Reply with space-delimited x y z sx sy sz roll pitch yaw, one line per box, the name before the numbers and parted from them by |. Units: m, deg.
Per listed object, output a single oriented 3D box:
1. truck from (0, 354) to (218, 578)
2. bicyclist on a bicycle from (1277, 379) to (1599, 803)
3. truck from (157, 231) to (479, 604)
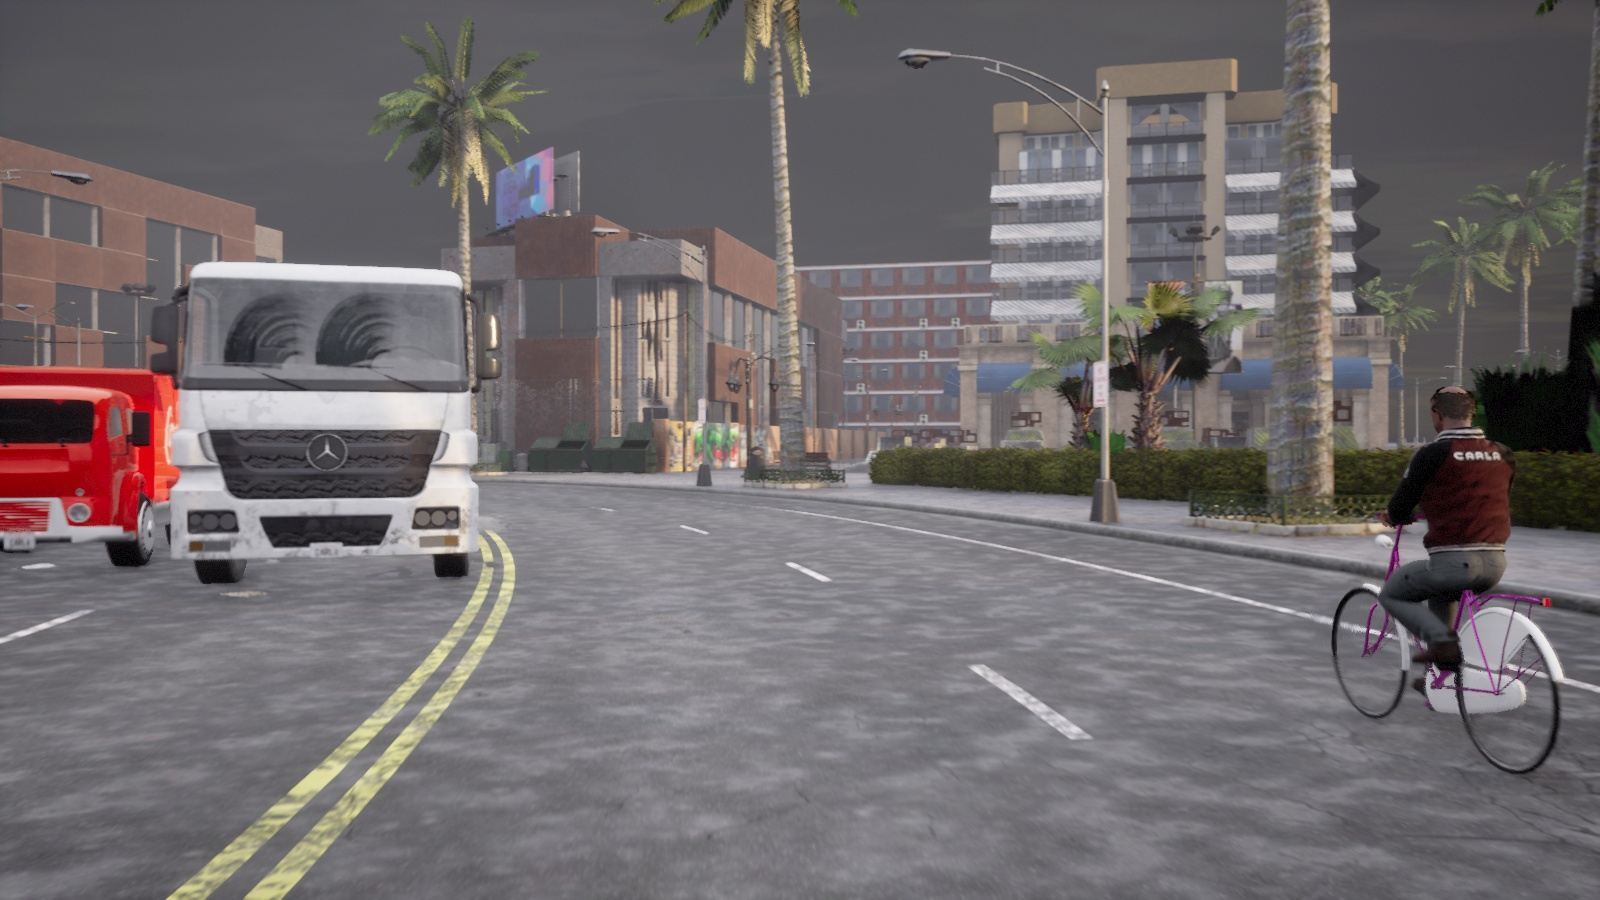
truck | -9.435 0.167 16.370 2.627 2.467 5.204 0 0 -17
bicyclist on a bicycle | 3.110 0.582 6.208 0.659 1.776 1.843 0 1 -5
truck | -5.659 -0.325 15.872 2.891 3.462 7.936 0 0 -16
